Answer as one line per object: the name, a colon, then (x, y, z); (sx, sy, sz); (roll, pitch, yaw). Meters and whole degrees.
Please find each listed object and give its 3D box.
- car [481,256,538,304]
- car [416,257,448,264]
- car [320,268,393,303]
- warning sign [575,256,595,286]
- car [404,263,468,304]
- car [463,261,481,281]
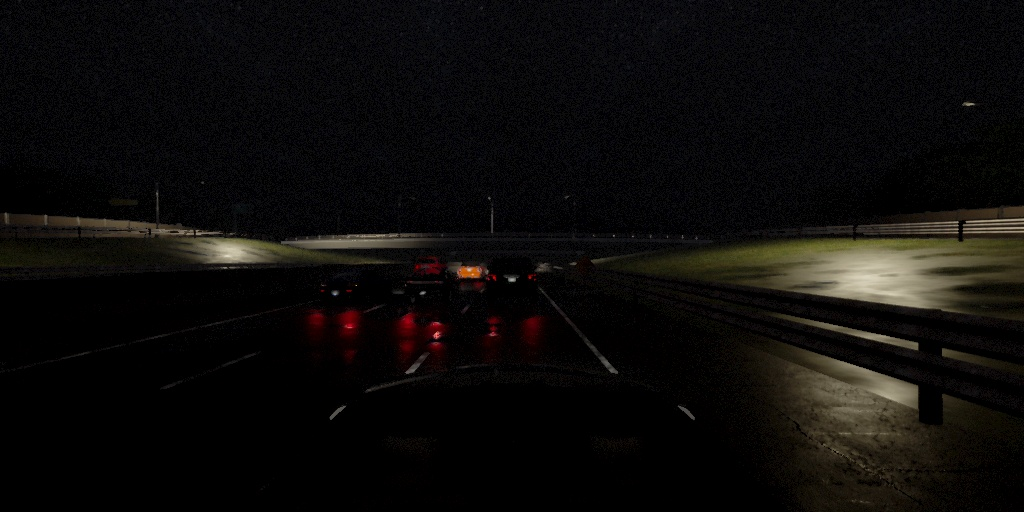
car: (0.000, 1.018, 16.532); (2.150, 2.045, 5.566); (0, 0, 0)
car: (-7.000, 1.097, 31.538); (2.150, 2.045, 5.566); (0, -1, 0)
car: (-7.000, 1.292, 16.501); (1.812, 1.442, 4.674); (0, 0, 0)
warning sign: (4.550, 0.893, 22.409); (1.300, 1.860, 1.060); (0, 0, 0)
car: (-3.500, 1.255, 16.501); (2.128, 1.511, 4.902); (0, 0, 0)
car: (-3.500, 1.205, 31.477); (2.097, 1.767, 4.553); (0, -1, 0)
